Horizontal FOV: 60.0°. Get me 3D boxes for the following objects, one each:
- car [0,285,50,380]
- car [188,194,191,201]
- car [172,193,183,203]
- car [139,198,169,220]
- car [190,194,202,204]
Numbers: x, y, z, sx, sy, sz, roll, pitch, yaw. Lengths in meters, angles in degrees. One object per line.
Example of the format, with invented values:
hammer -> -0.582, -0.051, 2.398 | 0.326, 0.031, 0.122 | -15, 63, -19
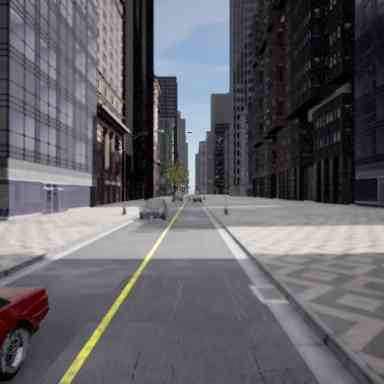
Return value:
car -> -3.057, 1.602, 2.713 | 1.895, 1.301, 4.718 | 0, 0, 0
car -> 0.001, 1.378, 83.905 | 2.097, 1.767, 4.553 | 0, 0, 0
car -> -3.000, 1.227, 69.124 | 2.150, 2.045, 5.566 | 0, 0, 0
car -> -3.094, 1.358, 27.639 | 2.097, 1.767, 4.553 | 0, 0, 0
car -> 1.051, 1.518, 65.682 | 1.837, 1.490, 4.892 | 0, 0, 0
